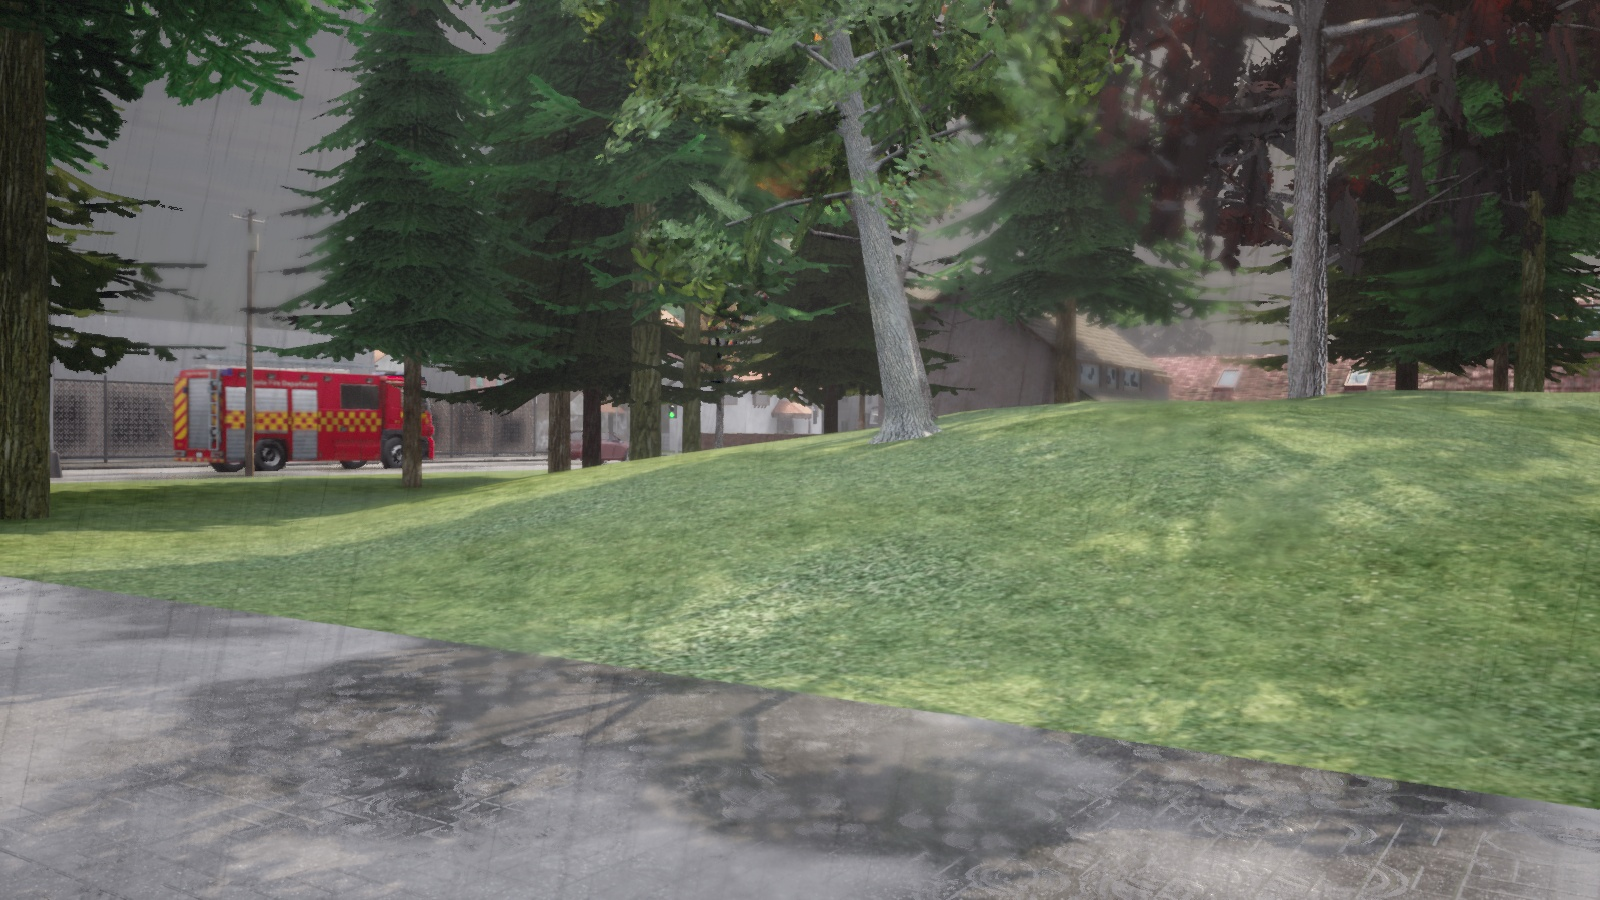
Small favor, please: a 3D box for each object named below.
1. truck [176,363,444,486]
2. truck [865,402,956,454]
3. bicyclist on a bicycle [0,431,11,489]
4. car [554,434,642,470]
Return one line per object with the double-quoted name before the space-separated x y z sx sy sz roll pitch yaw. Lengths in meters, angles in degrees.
"truck" -16.613 -0.874 43.334 2.891 3.827 8.468 0 1 34
"truck" 7.773 -1.513 87.329 2.891 3.462 7.936 0 1 33
"bicyclist on a bicycle" -24.993 0.309 37.947 0.659 1.776 1.843 0 0 34
"car" -8.818 0.073 55.080 1.845 1.501 3.633 0 1 34
